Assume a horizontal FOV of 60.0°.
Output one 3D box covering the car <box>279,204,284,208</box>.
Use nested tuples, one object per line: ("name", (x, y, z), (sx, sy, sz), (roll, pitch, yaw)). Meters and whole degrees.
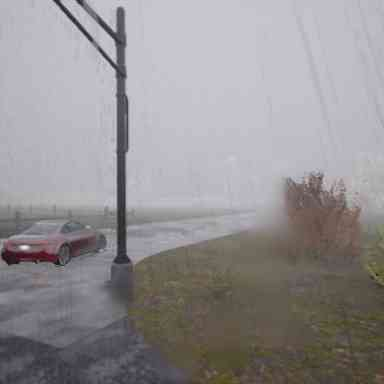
("car", (12.666, 2.469, 46.932), (2.128, 1.511, 4.902), (-1, -2, 28))

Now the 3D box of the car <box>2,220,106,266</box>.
("car", (-4.759, 1.711, 12.114), (1.994, 1.385, 4.181), (-1, -2, 9))
